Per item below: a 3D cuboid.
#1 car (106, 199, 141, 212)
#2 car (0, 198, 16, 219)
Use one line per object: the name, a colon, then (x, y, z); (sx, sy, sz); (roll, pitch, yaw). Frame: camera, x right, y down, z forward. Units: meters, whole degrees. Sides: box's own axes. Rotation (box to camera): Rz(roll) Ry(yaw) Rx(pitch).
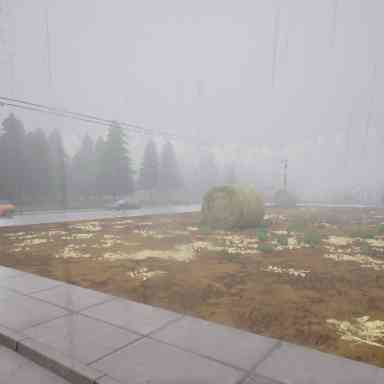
car: (-8.035, 1.552, 39.522); (1.812, 1.442, 4.674); (0, 0, 37)
car: (-17.128, 1.379, 27.273); (2.097, 1.767, 4.553); (0, 0, 37)
